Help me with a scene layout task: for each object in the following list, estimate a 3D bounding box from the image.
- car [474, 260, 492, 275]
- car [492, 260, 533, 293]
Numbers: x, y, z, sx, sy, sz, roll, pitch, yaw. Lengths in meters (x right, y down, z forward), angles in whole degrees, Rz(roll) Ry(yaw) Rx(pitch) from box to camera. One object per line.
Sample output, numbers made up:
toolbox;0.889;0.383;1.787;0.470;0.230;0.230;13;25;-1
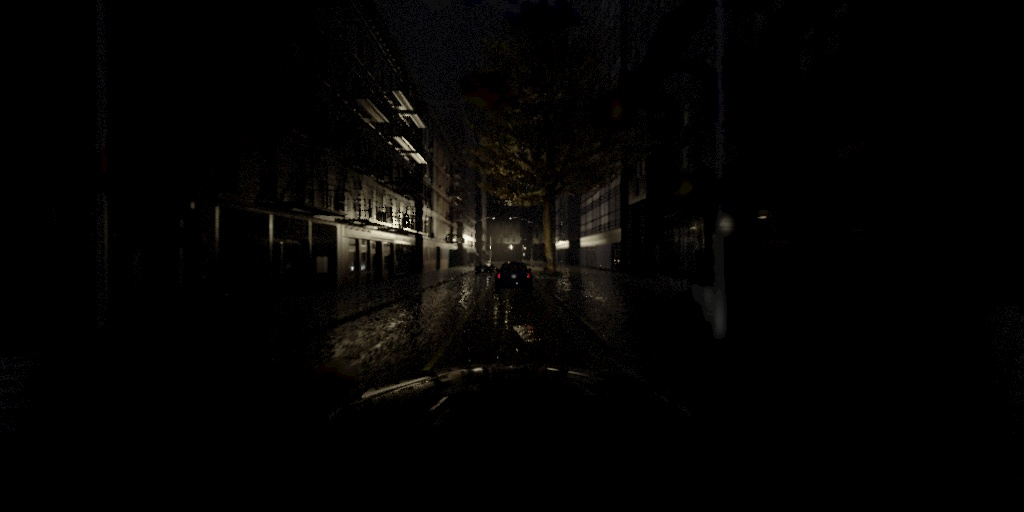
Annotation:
car;-3.058;1.244;39.914;2.128;1.511;4.902;0;0;0
car;0.098;1.118;21.244;2.097;1.767;4.553;0;0;0
